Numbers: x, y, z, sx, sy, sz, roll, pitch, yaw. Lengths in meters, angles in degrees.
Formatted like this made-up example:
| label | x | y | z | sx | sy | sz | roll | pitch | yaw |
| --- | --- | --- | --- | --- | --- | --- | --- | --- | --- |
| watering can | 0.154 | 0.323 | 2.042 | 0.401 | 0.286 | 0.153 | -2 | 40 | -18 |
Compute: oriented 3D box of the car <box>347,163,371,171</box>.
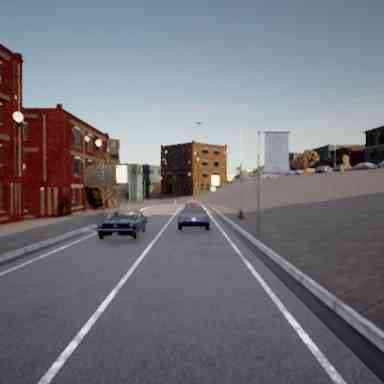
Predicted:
| label | x | y | z | sx | sy | sz | roll | pitch | yaw |
| --- | --- | --- | --- | --- | --- | --- | --- | --- | --- |
| car | 24.243 | -3.360 | 46.203 | 2.002 | 1.452 | 4.674 | 0 | 1 | -7 |

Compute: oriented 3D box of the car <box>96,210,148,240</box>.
| label | x | y | z | sx | sy | sz | roll | pitch | yaw |
| --- | --- | --- | --- | --- | --- | --- | --- | --- | --- |
| car | -3.498 | 1.621 | 17.396 | 1.895 | 1.301 | 4.718 | 0 | 0 | 0 |

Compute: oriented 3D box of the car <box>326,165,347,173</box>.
| label | x | y | z | sx | sy | sz | roll | pitch | yaw |
| --- | --- | --- | --- | --- | --- | --- | --- | --- | --- |
| car | 23.541 | -3.463 | 51.677 | 2.163 | 1.488 | 4.792 | 0 | 1 | -6 |

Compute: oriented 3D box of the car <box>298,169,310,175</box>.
| label | x | y | z | sx | sy | sz | roll | pitch | yaw |
| --- | --- | --- | --- | --- | --- | --- | --- | --- | --- |
| car | 22.455 | -3.683 | 62.874 | 2.097 | 1.535 | 5.008 | 0 | 1 | -4 |

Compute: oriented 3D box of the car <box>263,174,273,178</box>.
| label | x | y | z | sx | sy | sz | roll | pitch | yaw |
| --- | --- | --- | --- | --- | --- | --- | --- | --- | --- |
| car | 21.506 | -4.177 | 90.408 | 2.185 | 1.767 | 4.553 | 0 | 1 | -1 |

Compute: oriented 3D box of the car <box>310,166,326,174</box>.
| label | x | y | z | sx | sy | sz | roll | pitch | yaw |
| --- | --- | --- | --- | --- | --- | --- | --- | --- | --- |
| car | 22.922 | -3.715 | 57.368 | 2.185 | 1.767 | 4.553 | 0 | 1 | -5 |

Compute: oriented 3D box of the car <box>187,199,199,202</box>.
| label | x | y | z | sx | sy | sz | roll | pitch | yaw |
| --- | --- | --- | --- | --- | --- | --- | --- | --- | --- |
| car | 0.106 | 1.573 | 40.076 | 1.812 | 1.442 | 4.674 | 0 | 0 | 0 |

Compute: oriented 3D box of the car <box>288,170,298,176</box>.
| label | x | y | z | sx | sy | sz | roll | pitch | yaw |
| --- | --- | --- | --- | --- | --- | --- | --- | --- | --- |
| car | 22.103 | -3.737 | 68.411 | 2.002 | 1.452 | 4.674 | 0 | 1 | -2 |

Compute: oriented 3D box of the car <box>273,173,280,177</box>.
| label | x | y | z | sx | sy | sz | roll | pitch | yaw |
| --- | --- | --- | --- | --- | --- | --- | --- | --- | --- |
| car | 21.743 | -3.936 | 79.471 | 2.231 | 1.521 | 4.892 | 0 | 1 | -1 |

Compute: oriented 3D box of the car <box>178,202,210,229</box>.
| label | x | y | z | sx | sy | sz | roll | pitch | yaw |
| --- | --- | --- | --- | --- | --- | --- | --- | --- | --- |
| car | 0.103 | 1.589 | 21.715 | 1.994 | 1.385 | 4.181 | 0 | 0 | 0 |

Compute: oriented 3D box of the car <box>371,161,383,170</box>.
| label | x | y | z | sx | sy | sz | roll | pitch | yaw |
| --- | --- | --- | --- | --- | --- | --- | --- | --- | --- |
| car | 25.047 | -3.306 | 40.842 | 2.231 | 1.521 | 4.892 | 0 | 1 | -9 |

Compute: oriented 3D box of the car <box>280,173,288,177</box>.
| label | x | y | z | sx | sy | sz | roll | pitch | yaw |
| --- | --- | --- | --- | --- | --- | --- | --- | --- | --- |
| car | 21.870 | -3.865 | 73.953 | 2.231 | 1.521 | 4.892 | 0 | 1 | -1 |
